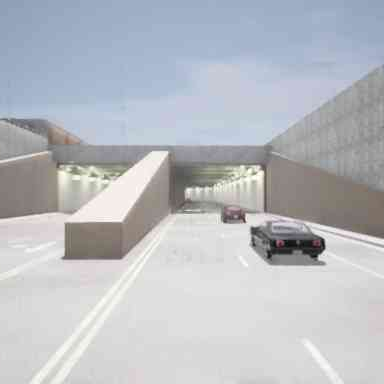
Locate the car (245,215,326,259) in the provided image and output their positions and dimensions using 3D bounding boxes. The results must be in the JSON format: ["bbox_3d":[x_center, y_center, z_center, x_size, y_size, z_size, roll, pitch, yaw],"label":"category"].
[{"bbox_3d":[3.521,1.747,13.228,1.895,1.301,4.718,0,-1,1],"label":"car"}]

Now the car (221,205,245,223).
[{"bbox_3d":[3.530,1.842,28.882,1.812,1.442,4.674,0,0,1],"label":"car"}]
